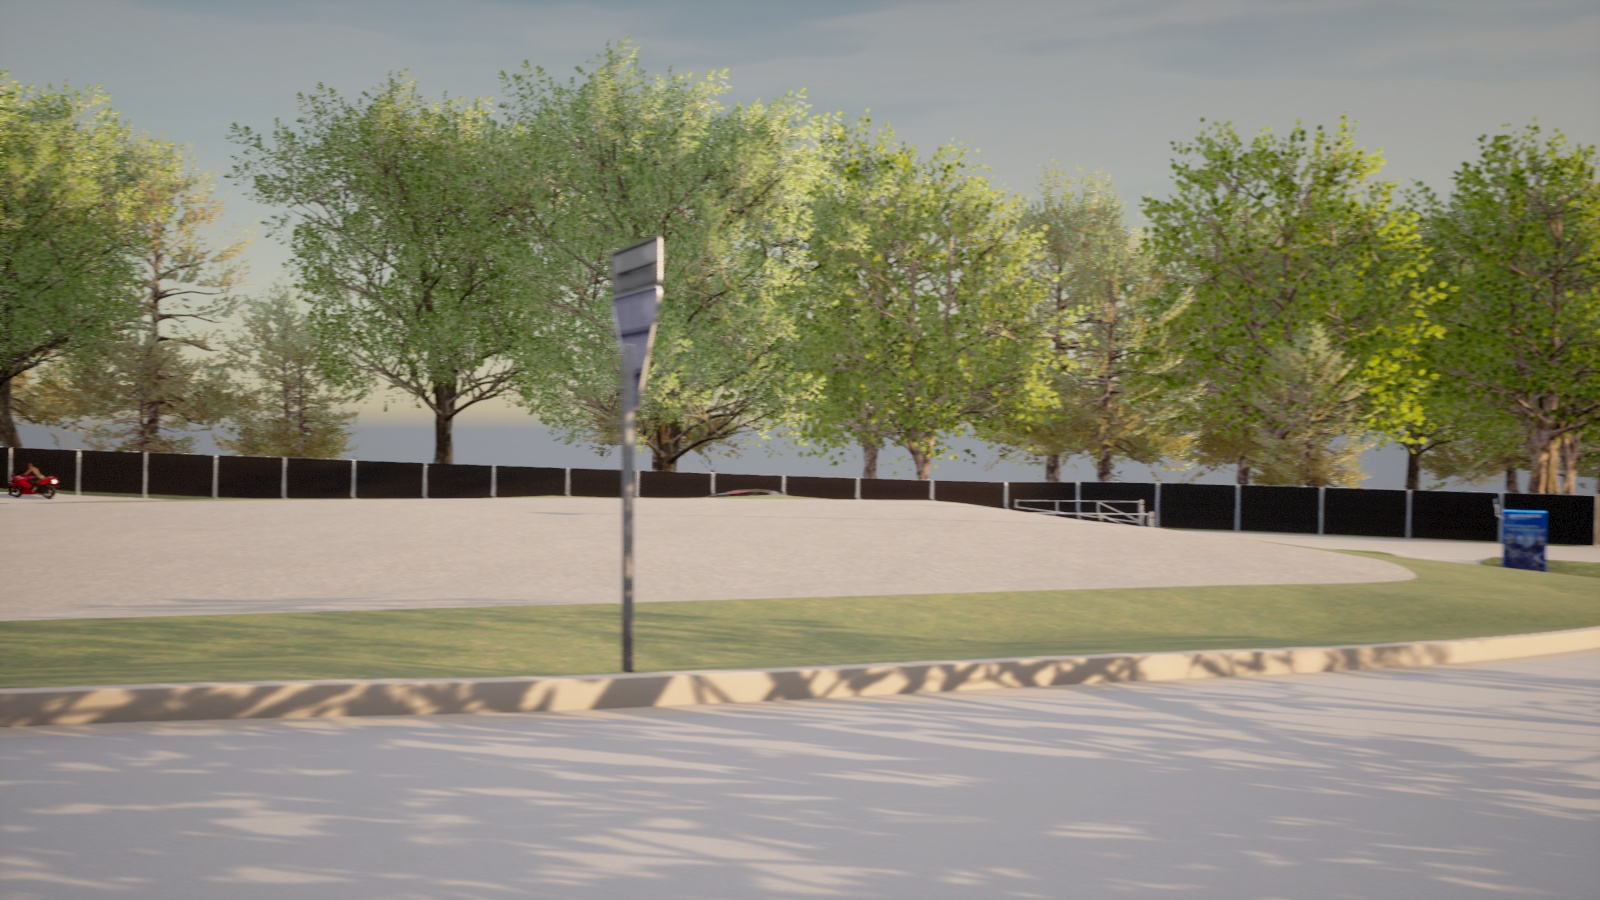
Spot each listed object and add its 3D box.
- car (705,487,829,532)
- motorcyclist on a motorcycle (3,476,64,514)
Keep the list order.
[{"bbox_3d":[-1.234,2.255,47.980,4.514,1.525,2.007,0,1,6],"label":"car"},{"bbox_3d":[-31.964,1.864,52.392,2.044,1.523,0.797,1,1,2],"label":"motorcyclist on a motorcycle"}]
